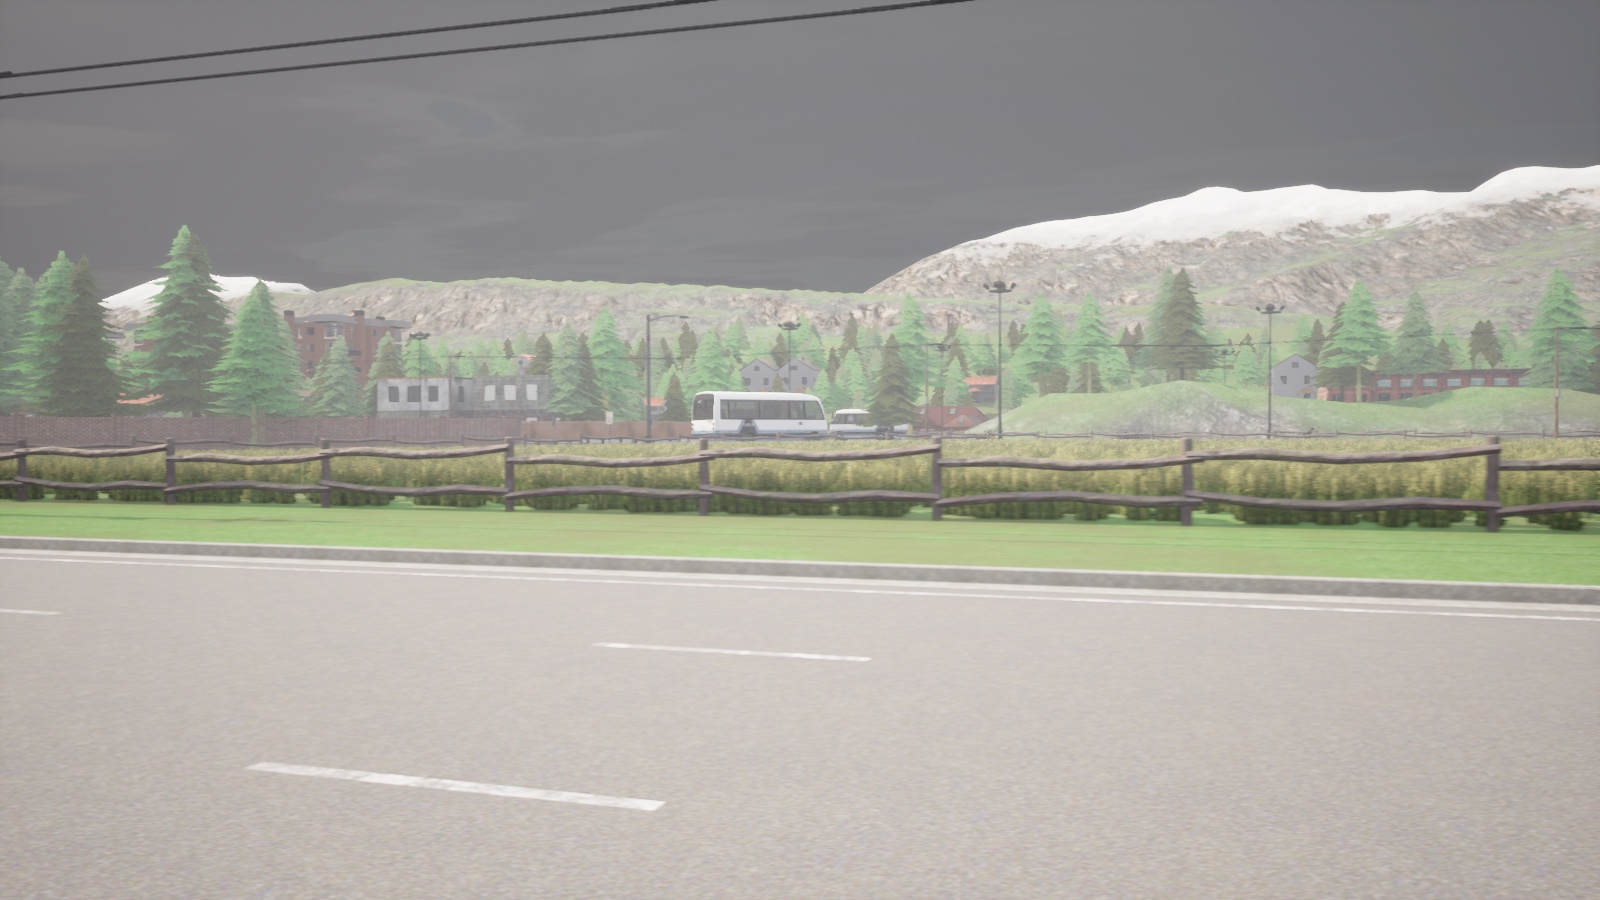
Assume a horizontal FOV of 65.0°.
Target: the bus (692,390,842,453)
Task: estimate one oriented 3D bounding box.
[{"bbox_3d":[-2.270,-2.000,89.990,10.273,4.253,3.944,0,1,-36],"label":"bus"}]
